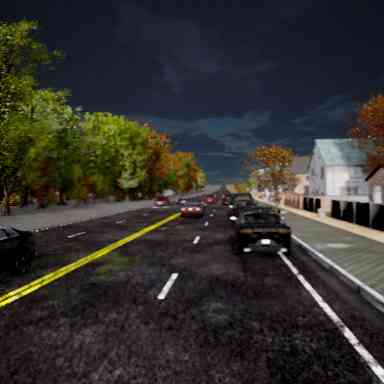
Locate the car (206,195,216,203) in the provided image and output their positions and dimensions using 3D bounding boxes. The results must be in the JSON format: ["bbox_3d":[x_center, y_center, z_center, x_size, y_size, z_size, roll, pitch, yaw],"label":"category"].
[{"bbox_3d":[3.170,1.226,57.670,1.812,1.442,4.674,-1,0,6],"label":"car"}]

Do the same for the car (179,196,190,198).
[{"bbox_3d":[-1.097,1.289,49.866,2.128,1.511,4.902,-1,0,6],"label":"car"}]

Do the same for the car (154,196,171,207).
[{"bbox_3d":[-4.380,1.364,49.697,1.812,1.442,4.674,-1,0,6],"label":"car"}]

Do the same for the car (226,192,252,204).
[{"bbox_3d":[4.260,1.053,28.847,2.150,2.045,5.566,-1,0,6],"label":"car"}]

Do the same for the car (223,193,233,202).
[{"bbox_3d":[7.165,1.083,65.466,1.882,1.535,5.008,-1,0,6],"label":"car"}]

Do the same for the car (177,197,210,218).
[{"bbox_3d":[0.148,1.428,29.160,2.033,1.411,5.357,-1,0,6],"label":"car"}]

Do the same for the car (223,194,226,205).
[{"bbox_3d":[5.579,1.213,50.145,1.837,1.490,4.892,-1,0,7],"label":"car"}]

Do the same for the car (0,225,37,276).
[{"bbox_3d":[-5.597,1.532,7.685,2.128,1.511,4.902,-1,0,6],"label":"car"}]

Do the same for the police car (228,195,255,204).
[{"bbox_3d":[3.639,1.289,22.962,1.930,1.638,5.238,-1,0,6],"label":"police car"}]

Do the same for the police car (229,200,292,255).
[{"bbox_3d":[2.584,1.342,13.017,1.930,1.638,5.238,-1,0,6],"label":"police car"}]
